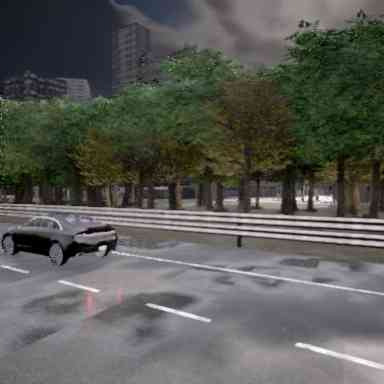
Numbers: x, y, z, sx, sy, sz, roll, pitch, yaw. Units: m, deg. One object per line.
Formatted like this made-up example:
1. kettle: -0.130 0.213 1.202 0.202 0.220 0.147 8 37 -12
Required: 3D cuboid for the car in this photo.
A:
1. car: -4.684 1.497 11.512 4.902 1.511 2.128 0 0 36
